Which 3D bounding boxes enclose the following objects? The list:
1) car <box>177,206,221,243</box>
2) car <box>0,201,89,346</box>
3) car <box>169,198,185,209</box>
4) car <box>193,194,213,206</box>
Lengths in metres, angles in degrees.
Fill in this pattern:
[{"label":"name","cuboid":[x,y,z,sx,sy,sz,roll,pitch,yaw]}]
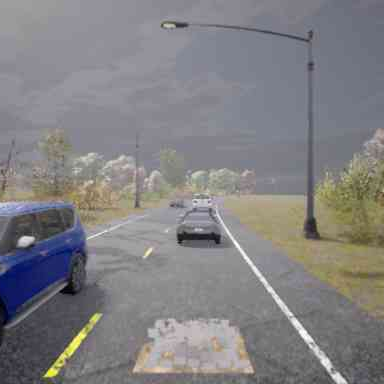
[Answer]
[{"label":"car","cuboid":[0.332,1.571,16.111,1.994,1.385,4.181,0,0,1]},{"label":"car","cuboid":[-3.551,1.222,5.762,2.150,2.045,5.566,0,0,1]},{"label":"car","cuboid":[-1.986,1.563,46.339,2.033,1.411,5.357,0,0,4]},{"label":"car","cuboid":[1.280,1.235,39.404,2.150,2.045,5.566,0,0,3]}]
